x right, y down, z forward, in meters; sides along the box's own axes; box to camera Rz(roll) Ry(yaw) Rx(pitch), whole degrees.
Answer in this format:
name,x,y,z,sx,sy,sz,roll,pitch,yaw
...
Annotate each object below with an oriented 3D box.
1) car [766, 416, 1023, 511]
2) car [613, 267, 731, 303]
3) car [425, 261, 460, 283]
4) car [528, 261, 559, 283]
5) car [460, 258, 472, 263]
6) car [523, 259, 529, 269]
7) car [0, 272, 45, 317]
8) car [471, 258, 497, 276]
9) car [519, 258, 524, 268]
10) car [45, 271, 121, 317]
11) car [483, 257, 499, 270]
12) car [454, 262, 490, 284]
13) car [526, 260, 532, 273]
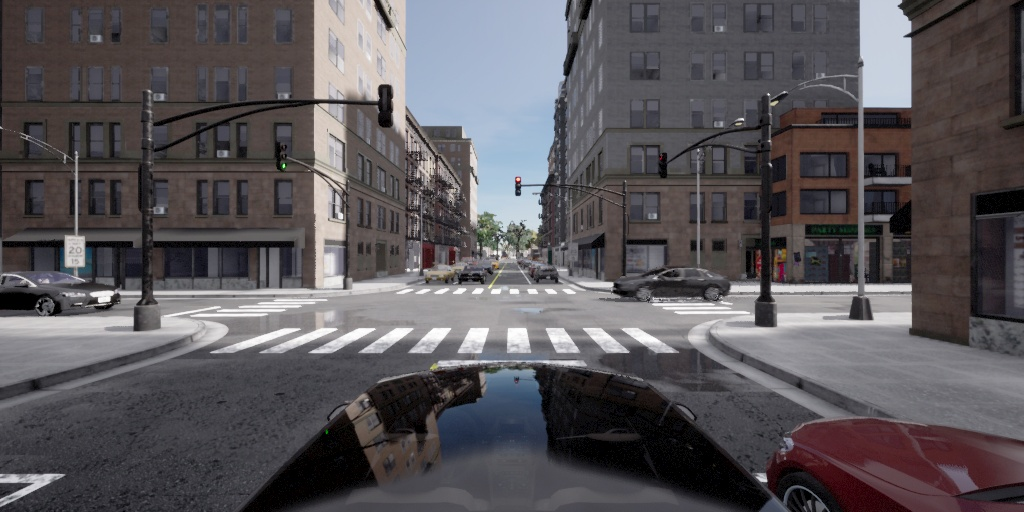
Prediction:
name,x,y,z,sx,sy,sz,roll,pitch,yaw
car,2.640,1.332,0.796,1.802,1.307,4.207,0,0,0
car,7.014,1.220,15.949,4.892,1.490,1.837,0,0,0
car,-5.468,1.277,27.618,1.751,1.417,4.829,0,0,0
car,2.584,1.302,27.804,2.007,1.370,4.403,0,0,0
car,-5.487,1.278,38.581,1.751,1.417,4.829,0,0,0
car,2.562,1.303,38.768,2.007,1.370,4.403,0,0,0
car,-5.399,1.065,0.780,2.192,1.841,5.009,0,0,0
car,-2.924,1.256,37.942,1.837,1.490,4.892,0,0,0
car,2.528,1.306,55.213,2.007,1.370,4.403,0,0,0
car,-17.092,1.310,12.928,4.902,1.511,2.128,0,0,1
car,-2.933,1.233,52.149,1.882,1.535,5.008,0,1,0
car,-2.884,1.352,26.689,1.895,1.301,4.718,0,0,-1
car,2.573,1.297,33.286,1.888,1.381,4.507,0,0,0
